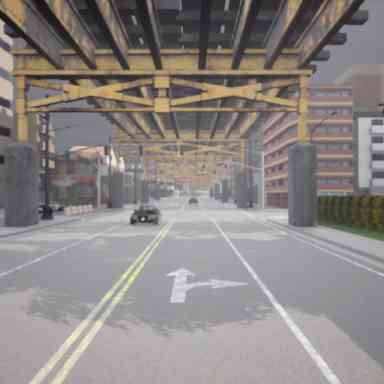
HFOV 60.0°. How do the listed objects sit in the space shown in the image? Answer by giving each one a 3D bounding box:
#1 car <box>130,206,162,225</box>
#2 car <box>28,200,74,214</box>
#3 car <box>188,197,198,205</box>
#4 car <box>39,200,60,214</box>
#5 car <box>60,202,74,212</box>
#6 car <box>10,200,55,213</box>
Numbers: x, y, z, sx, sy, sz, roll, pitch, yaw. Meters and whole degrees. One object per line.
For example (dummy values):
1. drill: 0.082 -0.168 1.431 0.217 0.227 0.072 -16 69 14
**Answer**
1. car: -3.405 1.725 25.144 1.994 1.385 4.181 0 0 0
2. car: -16.603 1.702 39.464 4.974 1.542 2.038 0 0 -20
3. car: 0.288 1.940 70.868 1.837 1.490 4.892 0 0 0
4. car: -16.946 1.675 35.307 4.974 1.542 2.038 0 0 25
5. car: -16.651 1.544 39.447 4.536 1.218 1.853 0 0 -20
6. car: -16.993 1.518 35.330 4.536 1.218 1.853 0 0 25
